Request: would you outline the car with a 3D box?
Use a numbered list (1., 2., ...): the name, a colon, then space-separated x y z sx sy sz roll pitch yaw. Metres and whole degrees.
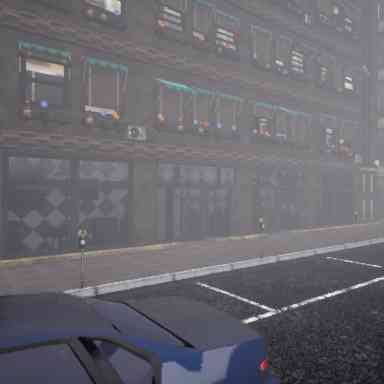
1. car: -1.756 1.547 2.126 5.357 1.411 2.033 0 0 -36
